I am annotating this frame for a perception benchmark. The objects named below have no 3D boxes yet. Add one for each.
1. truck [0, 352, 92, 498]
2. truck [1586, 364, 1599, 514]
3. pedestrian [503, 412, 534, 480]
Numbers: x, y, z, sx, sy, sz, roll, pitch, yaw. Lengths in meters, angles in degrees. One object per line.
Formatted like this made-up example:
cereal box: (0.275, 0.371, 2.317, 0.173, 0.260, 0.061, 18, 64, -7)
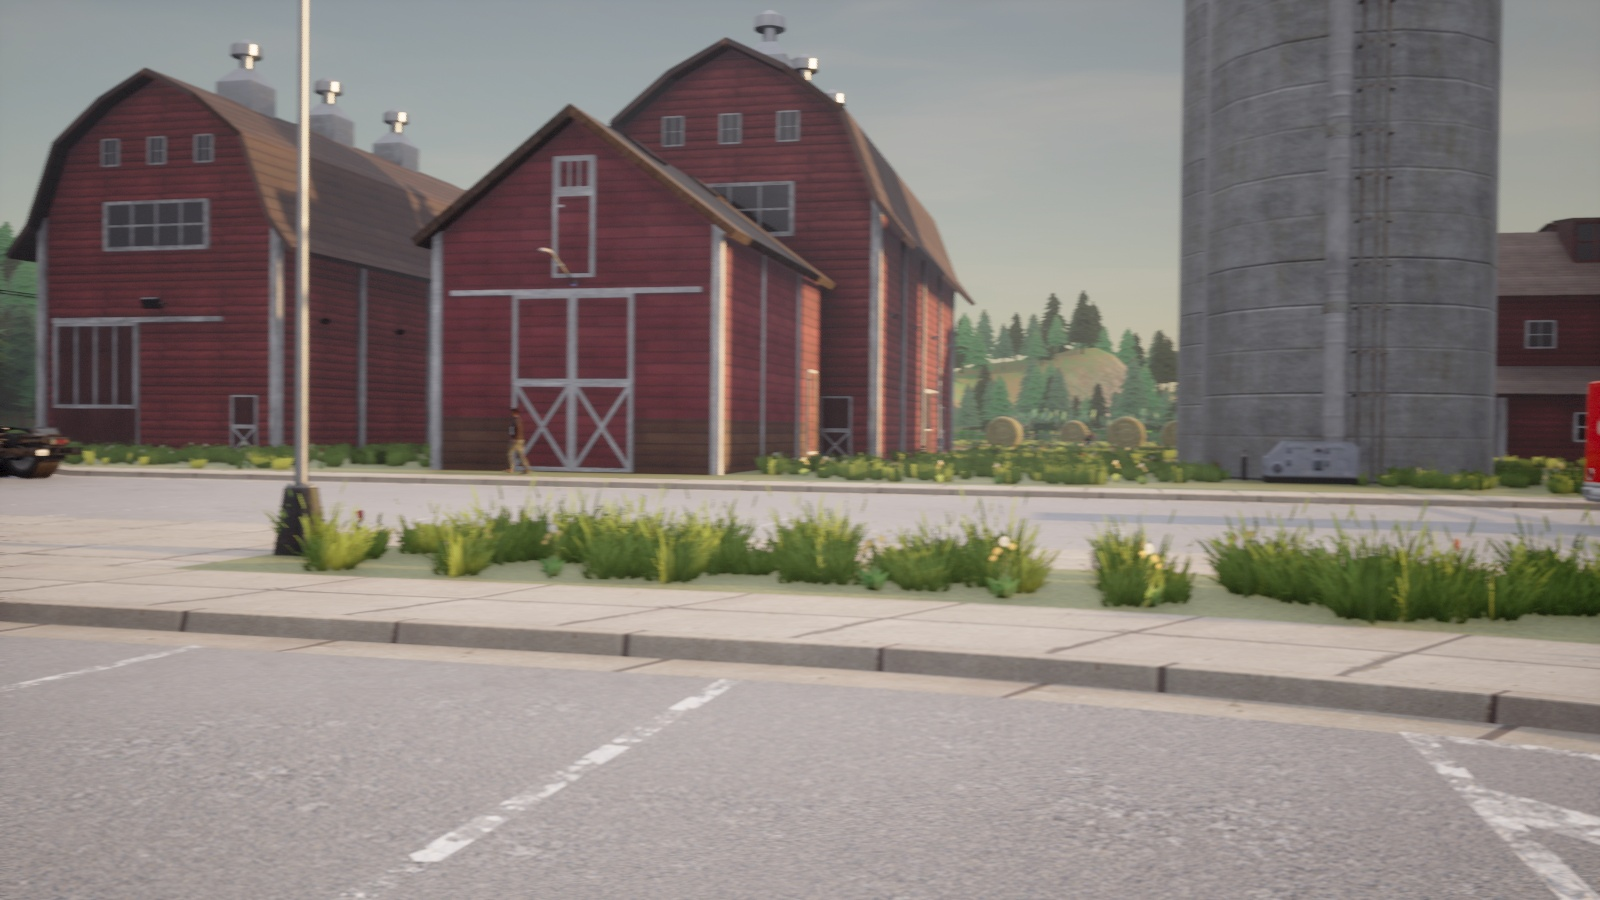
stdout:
truck: (-22.548, -0.615, 31.993, 7.936, 3.462, 2.891, 0, 1, 13)
truck: (15.596, -0.178, 19.473, 5.204, 2.467, 2.627, 0, 1, 13)
pedestrian: (-7.668, -0.119, 34.169, 0.703, 1.840, 0.431, 0, 1, 5)
